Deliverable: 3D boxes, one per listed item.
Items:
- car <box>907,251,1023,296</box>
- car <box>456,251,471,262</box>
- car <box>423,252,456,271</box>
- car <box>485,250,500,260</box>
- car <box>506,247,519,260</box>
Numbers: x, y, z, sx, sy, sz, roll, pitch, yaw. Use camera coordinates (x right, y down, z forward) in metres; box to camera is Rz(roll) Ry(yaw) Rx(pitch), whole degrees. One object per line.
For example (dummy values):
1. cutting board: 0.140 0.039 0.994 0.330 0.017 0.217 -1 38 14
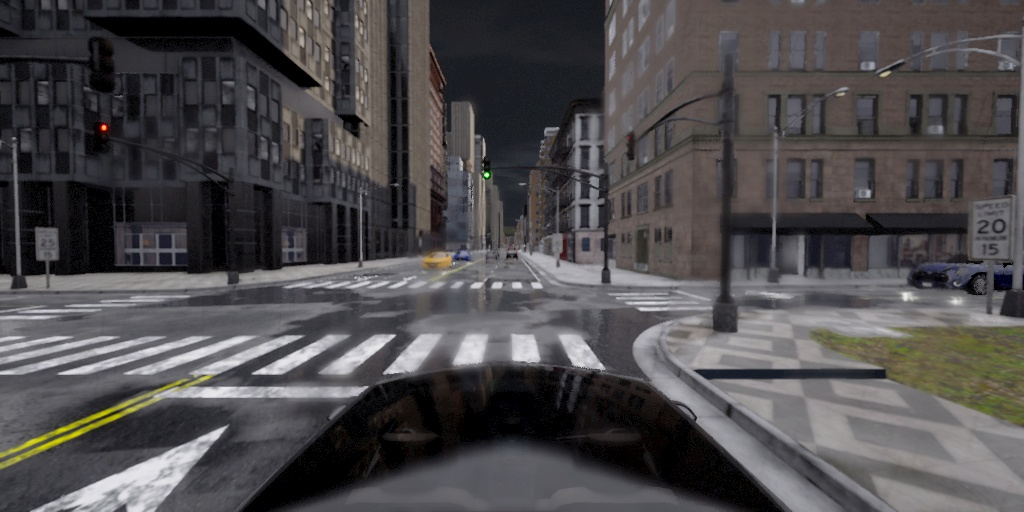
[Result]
1. car: 18.885 0.569 14.344 4.553 1.767 2.097 0 1 0
2. car: -6.565 0.029 47.920 1.882 1.535 5.008 0 1 0
3. car: -6.586 0.426 32.120 1.882 1.535 5.008 0 2 0
4. car: -3.244 -0.195 57.432 2.128 1.511 4.902 0 1 0
5. car: 0.007 -0.209 57.431 1.882 1.535 5.008 0 1 0
